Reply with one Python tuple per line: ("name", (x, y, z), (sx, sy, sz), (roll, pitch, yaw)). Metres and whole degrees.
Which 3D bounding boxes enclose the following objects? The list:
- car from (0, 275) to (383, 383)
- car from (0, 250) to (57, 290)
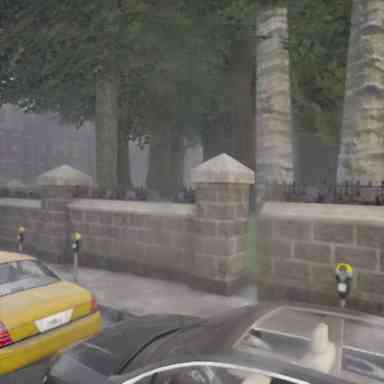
("car", (0.627, 1.551, 2.343), (4.403, 1.369, 2.008), (0, 1, 36))
("car", (-3.544, 1.526, 5.384), (4.829, 1.417, 1.752), (0, 1, 36))
